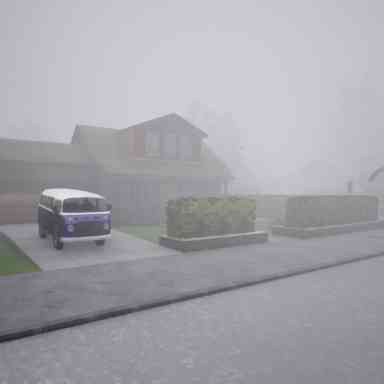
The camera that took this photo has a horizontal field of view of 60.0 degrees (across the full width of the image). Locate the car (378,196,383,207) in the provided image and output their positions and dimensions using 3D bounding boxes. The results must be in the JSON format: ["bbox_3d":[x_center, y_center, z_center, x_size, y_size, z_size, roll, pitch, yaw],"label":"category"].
[{"bbox_3d":[24.632,0.985,41.423,3.866,1.878,1.905,0,0,-1],"label":"car"}]
